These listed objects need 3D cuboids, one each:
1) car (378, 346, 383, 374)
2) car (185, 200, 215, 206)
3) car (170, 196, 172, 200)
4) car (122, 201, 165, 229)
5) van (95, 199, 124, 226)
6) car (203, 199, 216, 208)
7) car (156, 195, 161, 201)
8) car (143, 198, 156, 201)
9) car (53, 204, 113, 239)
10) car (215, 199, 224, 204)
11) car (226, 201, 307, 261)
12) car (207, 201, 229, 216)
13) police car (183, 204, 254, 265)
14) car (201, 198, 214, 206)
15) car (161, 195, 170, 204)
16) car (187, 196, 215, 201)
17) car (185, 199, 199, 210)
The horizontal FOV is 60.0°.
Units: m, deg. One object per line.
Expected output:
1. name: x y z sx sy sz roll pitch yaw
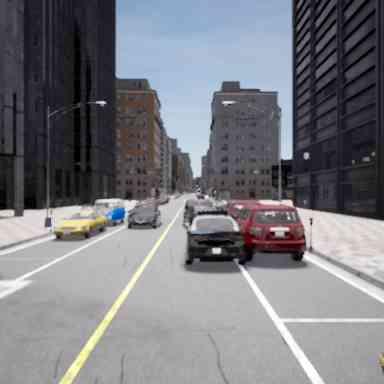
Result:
1. car: 2.666 1.532 1.394 1.752 1.417 4.829 0 0 1
2. car: 0.533 1.552 21.834 1.882 1.535 5.008 0 0 -8
3. car: -5.877 1.468 68.882 2.192 1.841 5.009 0 0 0
4. car: -3.106 1.580 22.373 1.837 1.490 4.892 0 0 0
5. van: -5.867 1.420 23.763 1.690 1.788 3.998 0 0 0
6. car: 2.653 1.713 51.939 1.802 1.307 4.206 0 0 0
7. car: -5.872 1.562 46.323 1.967 1.590 4.097 0 0 0
8. car: -5.870 1.696 40.681 1.802 1.307 4.206 0 0 0
9. car: -5.866 1.587 17.950 1.752 1.417 4.829 0 0 0
10. car: 2.660 1.378 18.103 2.192 1.841 5.009 0 0 0
11. car: 2.662 1.361 12.463 2.192 1.841 5.009 0 0 0
12. car: 2.657 1.656 35.021 2.008 1.369 4.403 0 0 0
13. police car: 0.753 1.465 12.052 1.930 1.638 5.238 -1 0 1
14. car: 2.652 1.683 57.579 1.887 1.381 4.507 0 0 0
15. car: -5.876 1.711 63.242 1.947 1.339 4.313 0 0 0
16. car: 0.892 1.441 27.897 2.097 1.767 4.553 0 0 0
17. car: -0.001 1.688 47.275 1.994 1.385 4.181 0 0 0
